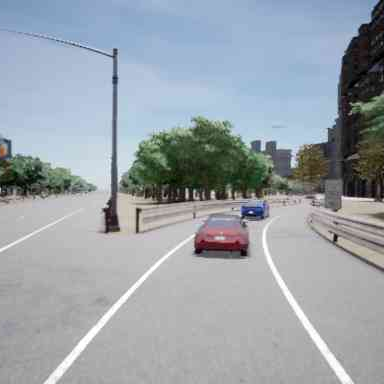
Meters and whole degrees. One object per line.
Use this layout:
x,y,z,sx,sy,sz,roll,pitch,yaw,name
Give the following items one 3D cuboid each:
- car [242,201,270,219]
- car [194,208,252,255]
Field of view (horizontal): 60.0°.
5.699,1.523,29.428,1.882,1.535,5.008,0,0,21,car
1.321,1.574,13.537,1.994,1.385,4.181,0,0,10,car
